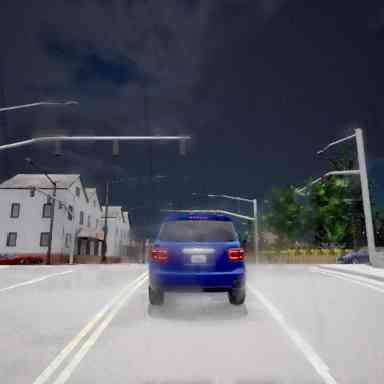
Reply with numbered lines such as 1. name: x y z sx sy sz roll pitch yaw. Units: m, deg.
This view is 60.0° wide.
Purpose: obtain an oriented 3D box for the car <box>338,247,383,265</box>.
1. car: 15.424 5.661 29.616 4.553 1.767 2.097 0 -12 1

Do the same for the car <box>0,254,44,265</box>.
1. car: -14.325 5.543 26.239 4.718 1.301 1.895 -7 -12 -1

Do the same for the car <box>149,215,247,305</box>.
1. car: 0.078 1.762 9.313 2.150 2.045 5.566 0 -7 -1
